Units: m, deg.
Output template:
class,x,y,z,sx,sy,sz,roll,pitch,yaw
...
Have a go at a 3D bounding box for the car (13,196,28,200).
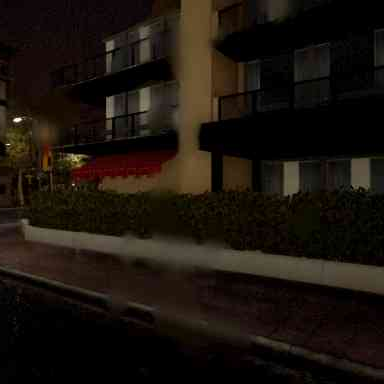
class,x,y,z,sx,sy,sz,roll,pitch,yaw
car,-36.180,1.481,67.980,4.892,1.521,2.231,0,0,36
